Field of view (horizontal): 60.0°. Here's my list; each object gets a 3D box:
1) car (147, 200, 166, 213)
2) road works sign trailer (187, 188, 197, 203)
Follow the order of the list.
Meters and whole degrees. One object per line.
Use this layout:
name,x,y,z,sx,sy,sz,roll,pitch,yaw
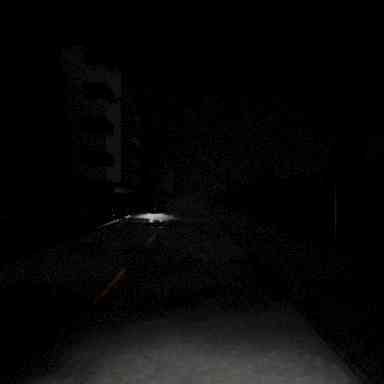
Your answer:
car,-4.080,1.646,39.014,2.128,1.511,4.902,0,0,0
road works sign trailer,0.008,0.774,78.559,2.380,3.560,2.880,0,0,0
